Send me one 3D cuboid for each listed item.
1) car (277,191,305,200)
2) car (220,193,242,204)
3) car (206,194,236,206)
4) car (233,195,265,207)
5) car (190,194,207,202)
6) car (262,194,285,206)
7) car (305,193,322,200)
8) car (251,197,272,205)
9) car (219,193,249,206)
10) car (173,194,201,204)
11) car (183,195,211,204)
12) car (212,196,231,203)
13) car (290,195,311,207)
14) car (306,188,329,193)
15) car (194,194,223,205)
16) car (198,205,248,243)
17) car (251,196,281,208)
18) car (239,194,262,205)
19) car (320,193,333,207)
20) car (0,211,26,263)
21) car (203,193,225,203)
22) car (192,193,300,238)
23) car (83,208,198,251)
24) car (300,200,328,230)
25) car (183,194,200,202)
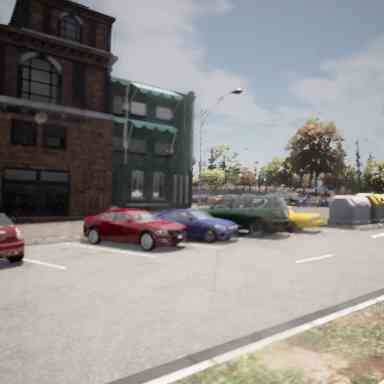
[{"bbox_3d":[11.020,0.915,39.344,2.435,2.045,5.566,1,-1,35],"label":"car"},{"bbox_3d":[8.539,1.451,72.655,2.435,2.045,5.566,1,-2,35],"label":"car"},{"bbox_3d":[4.384,1.170,49.251,1.946,1.575,5.366,0,-1,35],"label":"car"},{"bbox_3d":[7.651,1.169,44.229,2.231,1.521,4.892,0,-1,35],"label":"car"},{"bbox_3d":[1.651,1.580,82.589,2.185,1.767,4.553,1,-2,35],"label":"car"},{"bbox_3d":[15.435,1.448,62.718,2.435,2.045,5.566,1,-2,35],"label":"car"},{"bbox_3d":[20.630,1.574,55.312,2.185,1.767,4.553,1,-2,35],"label":"car"},{"bbox_3d":[13.700,1.729,65.194,2.163,1.488,4.792,1,-2,35],"label":"car"},{"bbox_3d":[5.951,1.043,46.641,2.185,1.767,4.553,0,-1,35],"label":"car"},{"bbox_3d":[-0.765,1.172,56.387,2.097,1.535,5.008,0,-1,36],"label":"car"},{"bbox_3d":[0.902,1.200,53.933,2.163,1.488,4.792,1,-1,35],"label":"car"},{"bbox_3d":[6.726,1.693,75.003,1.946,1.575,5.366,1,-2,35],"label":"car"},{"bbox_3d":[18.900,1.574,57.796,2.185,1.767,4.553,1,-2,35],"label":"car"},{"bbox_3d":[23.767,-0.050,62.760,2.097,1.767,4.553,2,3,-34],"label":"car"},{"bbox_3d":[2.600,1.171,51.522,2.231,1.521,4.892,0,-1,35],"label":"car"},{"bbox_3d":[-0.028,1.514,15.899,4.674,1.452,2.002,-1,-1,35],"label":"car"},{"bbox_3d":[9.339,1.207,41.800,2.002,1.452,4.674,1,0,35],"label":"car"},{"bbox_3d":[12.024,1.452,67.735,2.435,2.045,5.566,1,-2,35],"label":"car"},{"bbox_3d":[22.311,1.570,52.780,2.185,1.767,4.553,1,-2,35],"label":"car"},{"bbox_3d":[-7.392,1.341,10.649,4.553,1.767,2.185,-1,-1,35],"label":"car"},{"bbox_3d":[5.134,1.455,77.671,2.435,2.045,5.566,1,-2,35],"label":"car"},{"bbox_3d":[2.406,1.218,17.654,5.566,2.045,2.435,-1,0,35],"label":"car"},{"bbox_3d":[-2.500,1.474,14.156,5.008,1.535,2.097,-1,-1,35],"label":"car"},{"bbox_3d":[4.749,1.457,19.492,5.366,1.575,1.946,-1,0,35],"label":"car"},{"bbox_3d":[-0.081,1.580,85.074,2.185,1.767,4.553,1,-2,35],"label":"car"}]
